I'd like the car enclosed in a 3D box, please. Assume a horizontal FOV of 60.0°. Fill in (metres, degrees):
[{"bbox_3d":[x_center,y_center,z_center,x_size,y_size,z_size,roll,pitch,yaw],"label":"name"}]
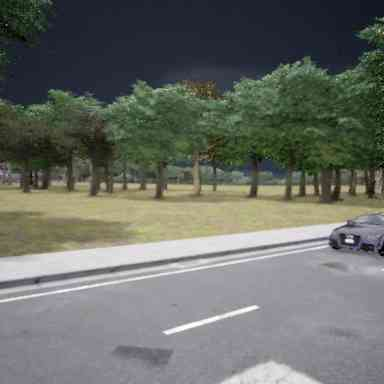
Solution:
[{"bbox_3d":[7.165,1.535,12.876,4.181,1.385,1.994,0,0,-36],"label":"car"}]
